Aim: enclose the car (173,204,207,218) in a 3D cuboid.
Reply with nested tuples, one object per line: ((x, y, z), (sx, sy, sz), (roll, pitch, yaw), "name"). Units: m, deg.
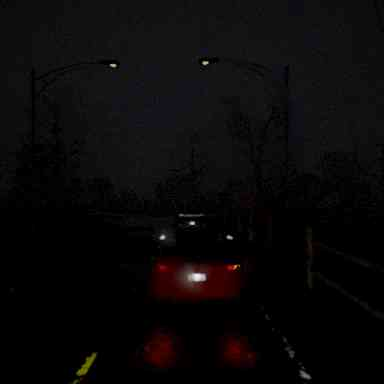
((-0.138, 1.494, 20.672), (2.128, 1.511, 4.902), (0, 0, -3), "car")

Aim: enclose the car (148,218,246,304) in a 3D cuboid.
((0.104, 1.564, 8.212), (1.994, 1.385, 4.181), (0, 0, 0), "car")
